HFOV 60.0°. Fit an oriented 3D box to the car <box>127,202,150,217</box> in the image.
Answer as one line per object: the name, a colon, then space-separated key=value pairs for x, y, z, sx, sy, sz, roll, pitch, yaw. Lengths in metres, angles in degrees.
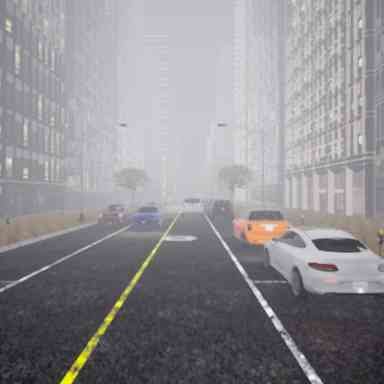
car: x=-5.735 y=1.857 z=36.287 sx=1.752 sy=1.417 sz=4.829 roll=-1 pitch=-1 yaw=0

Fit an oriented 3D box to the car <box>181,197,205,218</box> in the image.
car: x=0.039 y=1.532 z=34.326 sx=2.150 sy=2.045 sz=5.566 roll=0 pitch=-1 yaw=0

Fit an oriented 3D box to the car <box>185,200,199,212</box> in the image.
car: x=-0.011 y=1.908 z=47.238 sx=1.882 sy=1.535 sz=5.008 roll=0 pitch=0 yaw=1

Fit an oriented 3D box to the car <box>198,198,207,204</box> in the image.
car: x=2.599 y=2.290 z=81.933 sx=2.008 sy=1.369 sz=4.403 roll=-1 pitch=-1 yaw=0

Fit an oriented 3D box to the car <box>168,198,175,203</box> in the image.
car: x=-5.793 y=2.421 z=93.292 sx=1.802 sy=1.307 sz=4.206 roll=-1 pitch=-1 yaw=0

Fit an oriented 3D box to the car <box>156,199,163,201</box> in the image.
car: x=-5.747 y=2.001 z=47.823 sx=1.947 sy=1.339 sz=4.313 roll=-1 pitch=-1 yaw=0

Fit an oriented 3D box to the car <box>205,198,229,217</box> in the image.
car: x=2.643 y=1.648 z=36.468 sx=2.192 sy=1.841 sz=5.009 roll=-1 pitch=-1 yaw=0

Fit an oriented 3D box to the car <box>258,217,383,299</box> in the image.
car: x=3.141 y=1.604 z=8.514 sx=1.812 sy=1.442 sz=4.674 roll=0 pitch=-1 yaw=0

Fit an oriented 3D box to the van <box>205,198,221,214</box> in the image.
van: x=2.638 y=1.725 z=42.151 sx=1.690 sy=1.788 sz=3.998 roll=-1 pitch=-1 yaw=0

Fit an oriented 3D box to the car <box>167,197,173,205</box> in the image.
car: x=-5.771 y=2.078 z=70.558 sx=1.967 sy=1.590 sz=4.097 roll=-1 pitch=-1 yaw=0

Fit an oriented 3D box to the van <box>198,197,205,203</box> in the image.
van: x=2.585 y=2.180 z=93.302 sx=1.690 sy=1.788 sz=3.998 roll=-1 pitch=0 yaw=0

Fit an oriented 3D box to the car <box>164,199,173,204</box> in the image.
car: x=-5.782 y=2.321 z=81.924 sx=1.802 sy=1.307 sz=4.206 roll=-1 pitch=-1 yaw=0

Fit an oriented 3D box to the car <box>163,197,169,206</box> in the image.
car: x=-5.758 y=2.088 z=59.190 sx=2.008 sy=1.369 sz=4.403 roll=-1 pitch=-1 yaw=0

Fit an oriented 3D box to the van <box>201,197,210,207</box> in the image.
van: x=2.614 y=1.929 z=64.884 sx=1.690 sy=1.788 sz=3.998 roll=-1 pitch=-1 yaw=0

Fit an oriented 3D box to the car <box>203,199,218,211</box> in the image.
car: x=2.633 y=1.875 z=47.833 sx=1.967 sy=1.590 sz=4.097 roll=-1 pitch=-1 yaw=0

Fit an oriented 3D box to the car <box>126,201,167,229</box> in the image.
car: x=-3.123 y=1.697 z=23.924 sx=1.882 sy=1.535 sz=5.008 roll=0 pitch=-1 yaw=0

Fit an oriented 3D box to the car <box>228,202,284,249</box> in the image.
car: x=3.098 y=1.495 z=15.485 sx=2.097 sy=1.767 sz=4.553 roll=0 pitch=-1 yaw=0

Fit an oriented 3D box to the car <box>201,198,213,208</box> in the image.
car: x=2.621 y=1.977 z=59.200 sx=1.967 sy=1.590 sz=4.097 roll=-1 pitch=-1 yaw=0

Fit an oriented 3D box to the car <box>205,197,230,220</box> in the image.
car: x=2.649 y=1.596 z=30.784 sx=2.192 sy=1.841 sz=5.009 roll=-1 pitch=-1 yaw=0

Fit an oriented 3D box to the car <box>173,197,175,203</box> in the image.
car: x=-5.778 y=2.004 z=76.243 sx=2.192 sy=1.841 sz=5.009 roll=-1 pitch=-1 yaw=0

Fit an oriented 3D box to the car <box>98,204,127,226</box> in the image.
car: x=-5.724 y=1.670 z=25.090 sx=1.967 sy=1.590 sz=4.097 roll=-1 pitch=-1 yaw=0
